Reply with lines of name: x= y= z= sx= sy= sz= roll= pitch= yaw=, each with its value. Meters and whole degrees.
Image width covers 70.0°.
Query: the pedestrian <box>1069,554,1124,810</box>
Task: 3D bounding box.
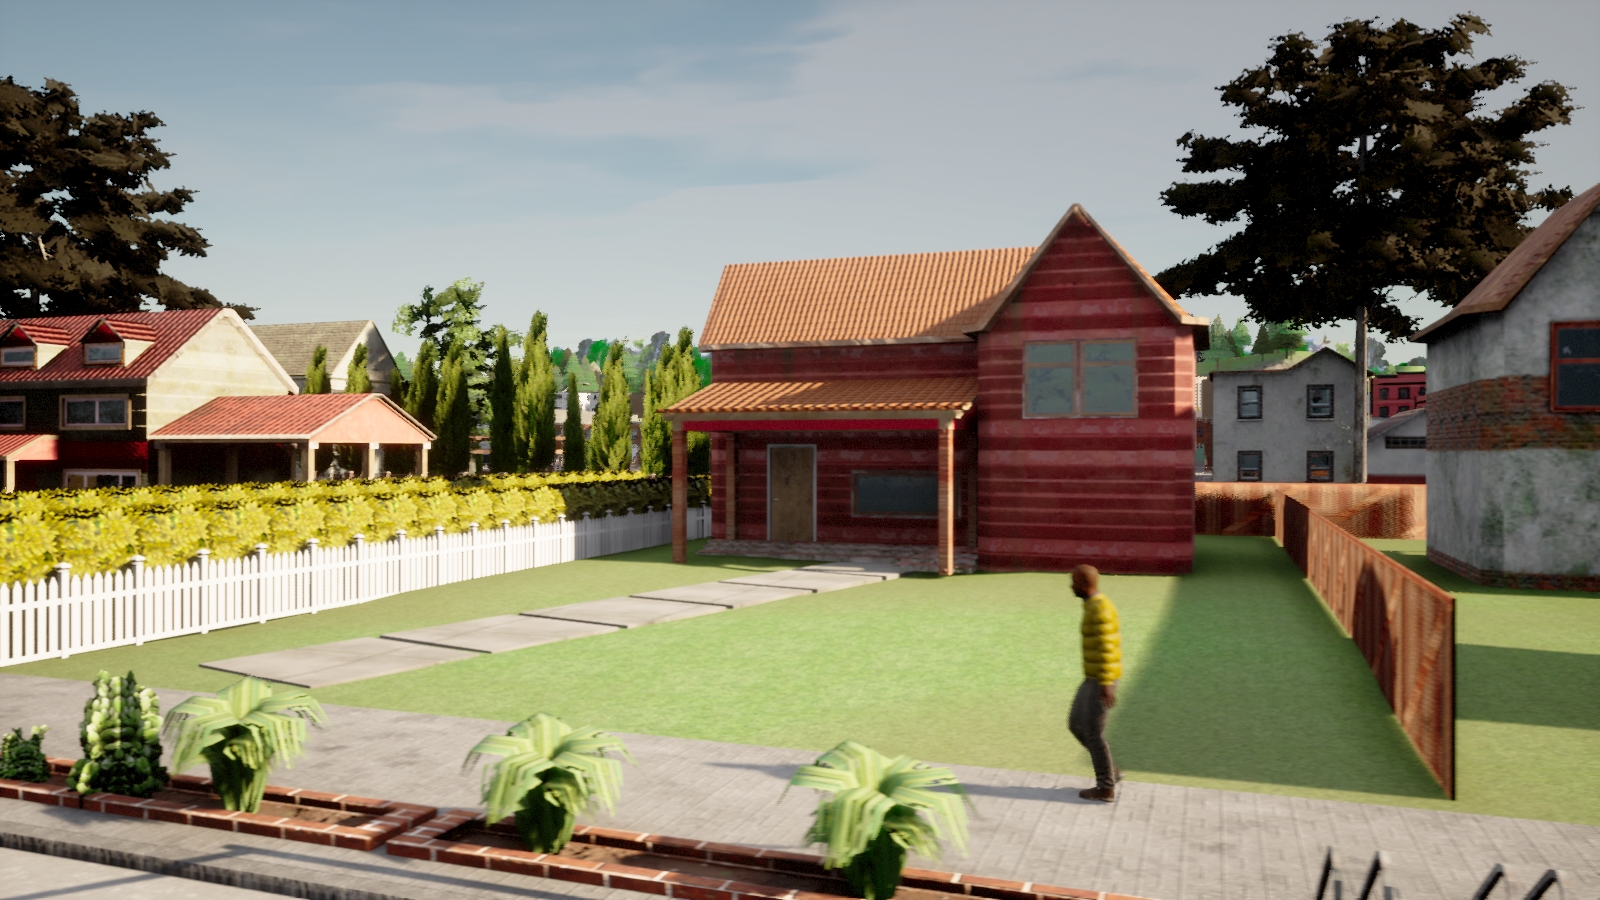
pedestrian: x=2.268 y=1.743 z=8.727 sx=0.375 sy=1.860 sz=0.375 roll=0 pitch=0 yaw=20
